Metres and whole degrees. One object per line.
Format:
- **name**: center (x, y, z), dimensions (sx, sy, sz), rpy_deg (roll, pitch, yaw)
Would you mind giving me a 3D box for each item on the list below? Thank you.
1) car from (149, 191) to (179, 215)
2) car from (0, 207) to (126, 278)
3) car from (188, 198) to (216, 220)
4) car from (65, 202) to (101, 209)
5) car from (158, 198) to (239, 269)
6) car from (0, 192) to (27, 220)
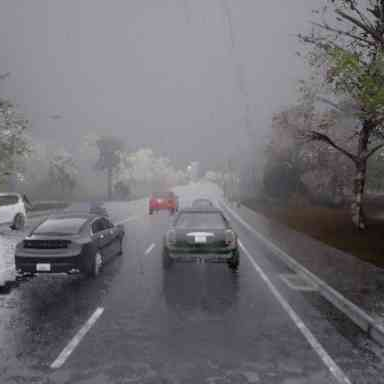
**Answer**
- **car**: center (-2.505, 0.925, 30.414), dimensions (2.150, 2.045, 5.566), rpy_deg (0, 1, 3)
- **car**: center (-3.254, 1.406, 9.815), dimensions (1.837, 1.490, 4.892), rpy_deg (0, 0, 1)
- **car**: center (0.832, 1.287, 26.943), dimensions (2.033, 1.411, 5.357), rpy_deg (0, 1, 3)
- **car**: center (-6.652, 1.347, 20.273), dimensions (2.033, 1.411, 5.357), rpy_deg (0, 1, 2)
- **car**: center (0.274, 1.245, 10.906), dimensions (2.097, 1.767, 4.553), rpy_deg (0, 0, 1)
- **car**: center (-10.295, 1.059, 16.172), dimensions (2.150, 2.045, 5.566), rpy_deg (0, 1, 2)
